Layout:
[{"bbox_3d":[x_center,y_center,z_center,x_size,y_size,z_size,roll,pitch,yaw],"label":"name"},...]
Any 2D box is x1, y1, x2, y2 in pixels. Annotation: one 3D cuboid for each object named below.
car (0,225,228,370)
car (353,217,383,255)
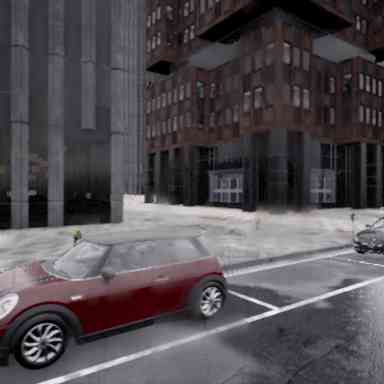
[{"bbox_3d":[-1.400,1.436,5.652,4.097,1.590,1.967,0,0,-36],"label":"car"},{"bbox_3d":[7.593,1.525,12.074,4.403,1.369,2.008,0,0,-36],"label":"car"}]
